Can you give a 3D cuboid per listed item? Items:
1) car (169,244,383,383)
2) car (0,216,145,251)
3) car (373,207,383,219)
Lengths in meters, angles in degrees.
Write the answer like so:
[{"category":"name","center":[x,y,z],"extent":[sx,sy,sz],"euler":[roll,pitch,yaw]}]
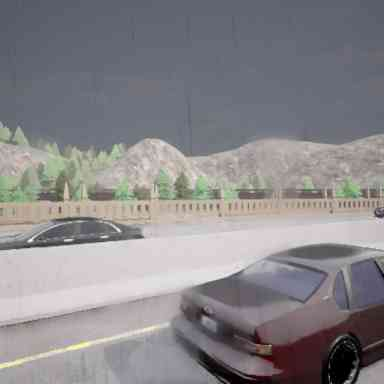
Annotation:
[{"category":"car","center":[2.333,1.547,5.096],"extent":[5.357,1.411,2.033],"euler":[0,0,-31]},{"category":"car","center":[-3.734,1.505,9.664],"extent":[4.892,1.490,1.837],"euler":[0,0,-33]},{"category":"car","center":[17.360,1.505,27.551],"extent":[4.892,1.490,1.837],"euler":[0,0,-18]}]
